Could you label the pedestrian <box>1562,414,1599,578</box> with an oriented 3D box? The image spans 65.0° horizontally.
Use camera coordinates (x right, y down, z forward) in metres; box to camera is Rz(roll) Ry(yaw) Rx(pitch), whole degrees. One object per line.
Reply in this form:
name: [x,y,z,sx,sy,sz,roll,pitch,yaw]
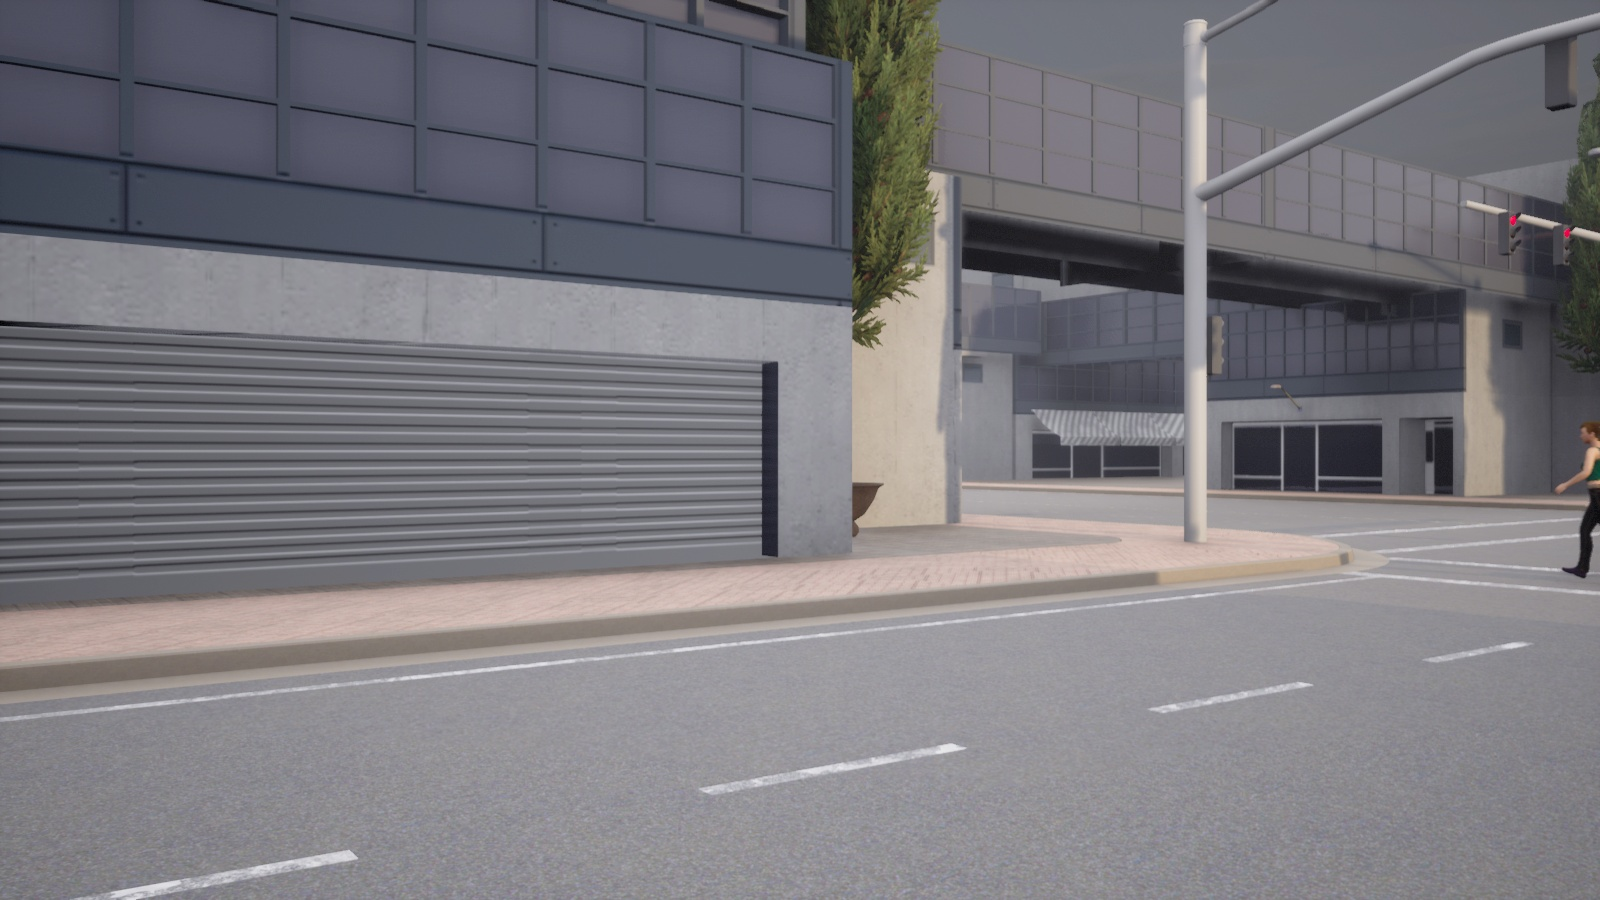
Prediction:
pedestrian: [9.059,0.516,14.284,0.345,1.836,0.594,0,0,-44]
